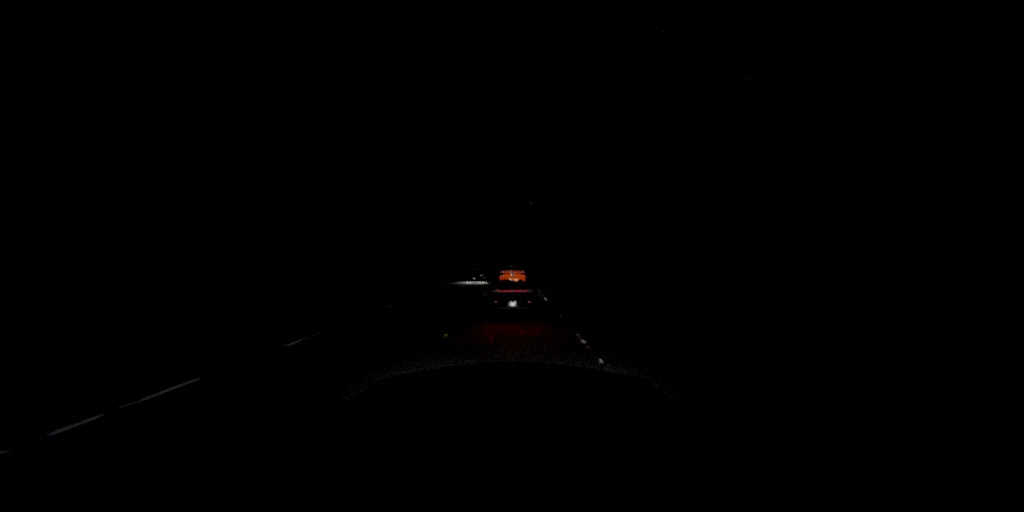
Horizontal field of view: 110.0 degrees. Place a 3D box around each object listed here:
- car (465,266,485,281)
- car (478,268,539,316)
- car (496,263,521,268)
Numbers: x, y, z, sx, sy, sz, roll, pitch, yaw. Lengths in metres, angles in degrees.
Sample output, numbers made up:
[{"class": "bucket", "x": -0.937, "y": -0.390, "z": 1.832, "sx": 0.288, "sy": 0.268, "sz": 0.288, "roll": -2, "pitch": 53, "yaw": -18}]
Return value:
[{"class": "car", "x": -3.525, "y": 1.757, "z": 36.164, "sx": 2.033, "sy": 1.411, "sz": 5.357, "roll": 0, "pitch": -1, "yaw": 0}, {"class": "car", "x": 0.044, "y": 1.415, "z": 14.297, "sx": 2.128, "sy": 1.511, "sz": 4.902, "roll": 0, "pitch": -1, "yaw": 1}, {"class": "car", "x": 0.044, "y": 1.472, "z": 29.262, "sx": 2.097, "sy": 1.767, "sz": 4.553, "roll": 0, "pitch": -1, "yaw": 0}]
